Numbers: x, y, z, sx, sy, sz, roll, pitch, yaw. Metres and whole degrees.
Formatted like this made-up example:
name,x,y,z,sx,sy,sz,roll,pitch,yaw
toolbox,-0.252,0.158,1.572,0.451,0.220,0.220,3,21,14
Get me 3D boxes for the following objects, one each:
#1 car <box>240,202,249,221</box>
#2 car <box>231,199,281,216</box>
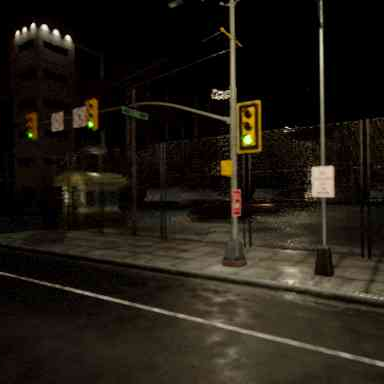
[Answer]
name,x,y,z,sx,sy,sz,roll,pitch,yaw
car,1.871,1.280,24.734,4.553,1.767,2.185,-1,0,33
car,5.977,1.406,31.128,4.193,1.474,1.816,-1,0,33
